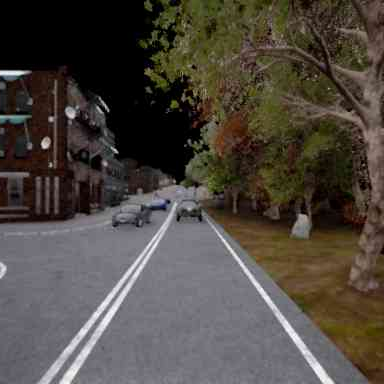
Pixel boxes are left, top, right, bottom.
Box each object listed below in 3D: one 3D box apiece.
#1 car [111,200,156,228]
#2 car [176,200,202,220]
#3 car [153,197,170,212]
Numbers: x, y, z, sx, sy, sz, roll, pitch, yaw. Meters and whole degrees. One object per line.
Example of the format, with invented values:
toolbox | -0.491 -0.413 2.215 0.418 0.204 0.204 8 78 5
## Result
car | -4.078 1.593 23.158 1.837 1.490 4.892 0 0 6
car | -0.267 1.444 28.908 2.097 1.767 4.553 0 0 -1
car | -4.024 1.535 40.326 1.882 1.535 5.008 0 0 -2
